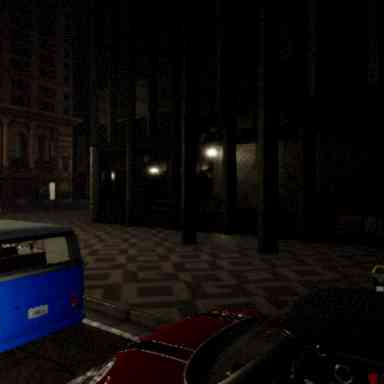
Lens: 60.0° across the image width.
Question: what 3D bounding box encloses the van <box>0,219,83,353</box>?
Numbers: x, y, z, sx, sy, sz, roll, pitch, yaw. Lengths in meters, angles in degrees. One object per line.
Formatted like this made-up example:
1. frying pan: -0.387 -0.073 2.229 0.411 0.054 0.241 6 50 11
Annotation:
1. van: -3.531 1.342 5.465 3.998 1.788 1.690 0 0 35

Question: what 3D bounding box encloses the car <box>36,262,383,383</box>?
1. car: 1.037 1.439 2.222 4.097 1.590 1.967 0 0 35
